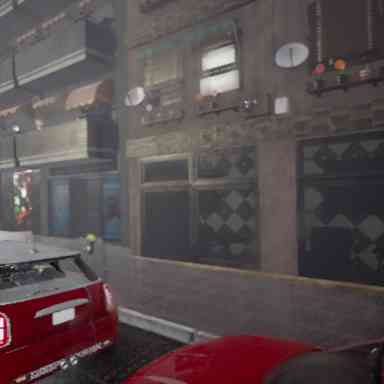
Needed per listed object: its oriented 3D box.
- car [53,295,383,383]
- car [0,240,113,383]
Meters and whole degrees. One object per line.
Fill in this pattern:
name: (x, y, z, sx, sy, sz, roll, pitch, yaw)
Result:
car: (1.458, 1.545, 1.704, 4.507, 1.381, 1.887, 0, -1, 36)
car: (-3.040, 1.441, 4.925, 4.097, 1.590, 1.967, 0, -1, 36)
